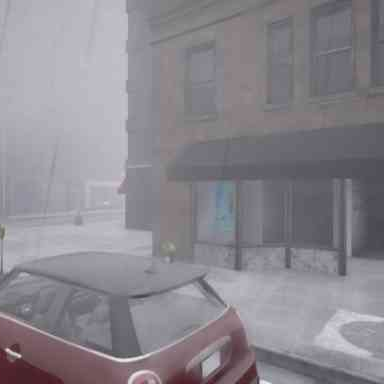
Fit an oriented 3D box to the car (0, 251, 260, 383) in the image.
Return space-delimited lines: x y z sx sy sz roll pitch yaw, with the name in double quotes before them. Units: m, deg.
"car" -1.418 1.437 3.863 4.097 1.590 1.967 0 0 36
